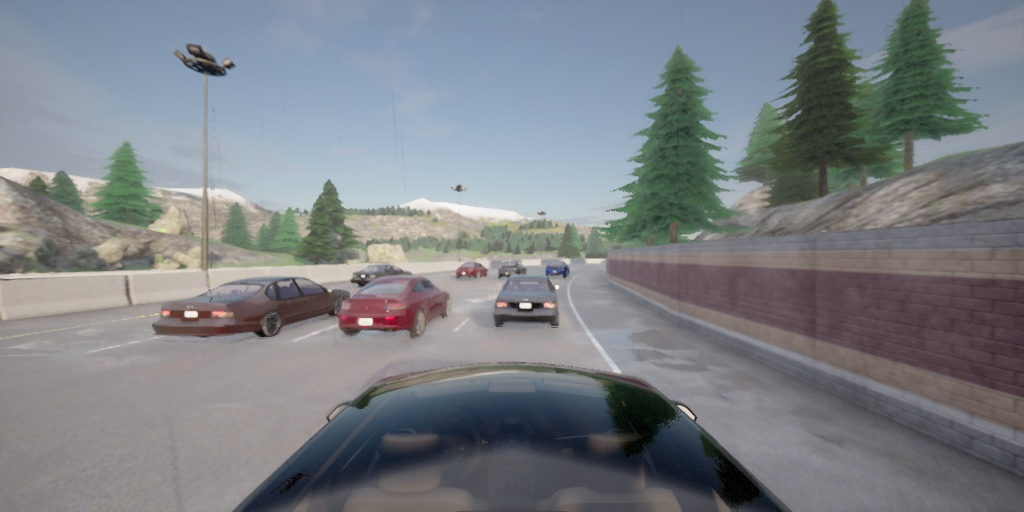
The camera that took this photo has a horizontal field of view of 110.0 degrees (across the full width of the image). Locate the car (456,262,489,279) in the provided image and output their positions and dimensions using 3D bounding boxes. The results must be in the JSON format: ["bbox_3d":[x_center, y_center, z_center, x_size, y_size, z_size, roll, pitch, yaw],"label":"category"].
[{"bbox_3d":[-3.441,1.242,31.442,1.812,1.442,4.674,0,0,12],"label":"car"}]

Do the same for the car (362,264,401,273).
[{"bbox_3d":[-8.502,1.252,23.916,2.033,1.411,5.357,0,0,9],"label":"car"}]

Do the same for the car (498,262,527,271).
[{"bbox_3d":[0.115,1.221,31.294,2.128,1.511,4.902,0,0,12],"label":"car"}]

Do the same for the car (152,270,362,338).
[{"bbox_3d":[-6.578,1.269,10.036,2.033,1.411,5.357,0,0,4],"label":"car"}]

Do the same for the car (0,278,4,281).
[{"bbox_3d":[-20.610,1.197,12.029,1.812,1.442,4.674,0,0,4],"label":"car"}]

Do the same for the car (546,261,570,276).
[{"bbox_3d":[4.360,1.219,33.940,1.882,1.535,5.008,0,0,14],"label":"car"}]

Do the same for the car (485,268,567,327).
[{"bbox_3d":[0.542,1.292,11.509,2.033,1.411,5.357,0,0,5],"label":"car"}]

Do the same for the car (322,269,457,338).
[{"bbox_3d":[-3.037,1.259,10.087,1.812,1.442,4.674,0,0,4],"label":"car"}]
